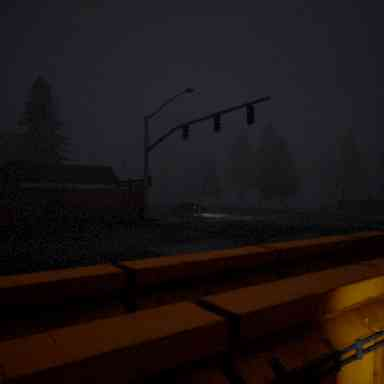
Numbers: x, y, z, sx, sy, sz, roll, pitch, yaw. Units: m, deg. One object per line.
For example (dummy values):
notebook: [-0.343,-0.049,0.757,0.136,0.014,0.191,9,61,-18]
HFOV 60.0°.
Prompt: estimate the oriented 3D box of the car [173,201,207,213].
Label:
car: [-0.290,1.752,38.745,1.895,1.301,4.718,0,0,-33]
